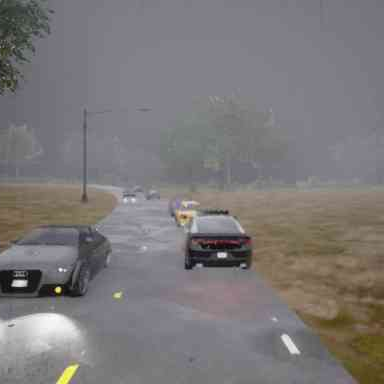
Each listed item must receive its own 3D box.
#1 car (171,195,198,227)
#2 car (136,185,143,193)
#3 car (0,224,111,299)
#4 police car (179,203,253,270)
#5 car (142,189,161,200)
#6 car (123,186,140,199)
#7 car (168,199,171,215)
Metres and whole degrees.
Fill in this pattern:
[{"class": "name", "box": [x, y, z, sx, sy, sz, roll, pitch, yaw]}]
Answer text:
[{"class": "car", "box": [-0.153, 1.260, 21.314, 1.801, 1.575, 5.366, -2, 2, -6]}, {"class": "car", "box": [-11.006, -0.537, 66.454, 1.837, 1.490, 4.892, 0, 3, -20]}, {"class": "car", "box": [-3.319, 1.524, 8.268, 1.994, 1.385, 4.181, 1, 0, -2]}, {"class": "police car", "box": [0.651, 1.403, 11.161, 1.930, 1.638, 5.238, 1, 1, -3]}, {"class": "car", "box": [-5.691, 0.388, 48.177, 1.812, 1.442, 4.674, 0, 2, -14]}, {"class": "car", "box": [-9.721, 0.203, 51.367, 2.033, 1.411, 5.357, 0, 2, -15]}, {"class": "car", "box": [-0.820, 0.987, 27.130, 2.097, 1.767, 4.553, 0, 1, -8]}]
